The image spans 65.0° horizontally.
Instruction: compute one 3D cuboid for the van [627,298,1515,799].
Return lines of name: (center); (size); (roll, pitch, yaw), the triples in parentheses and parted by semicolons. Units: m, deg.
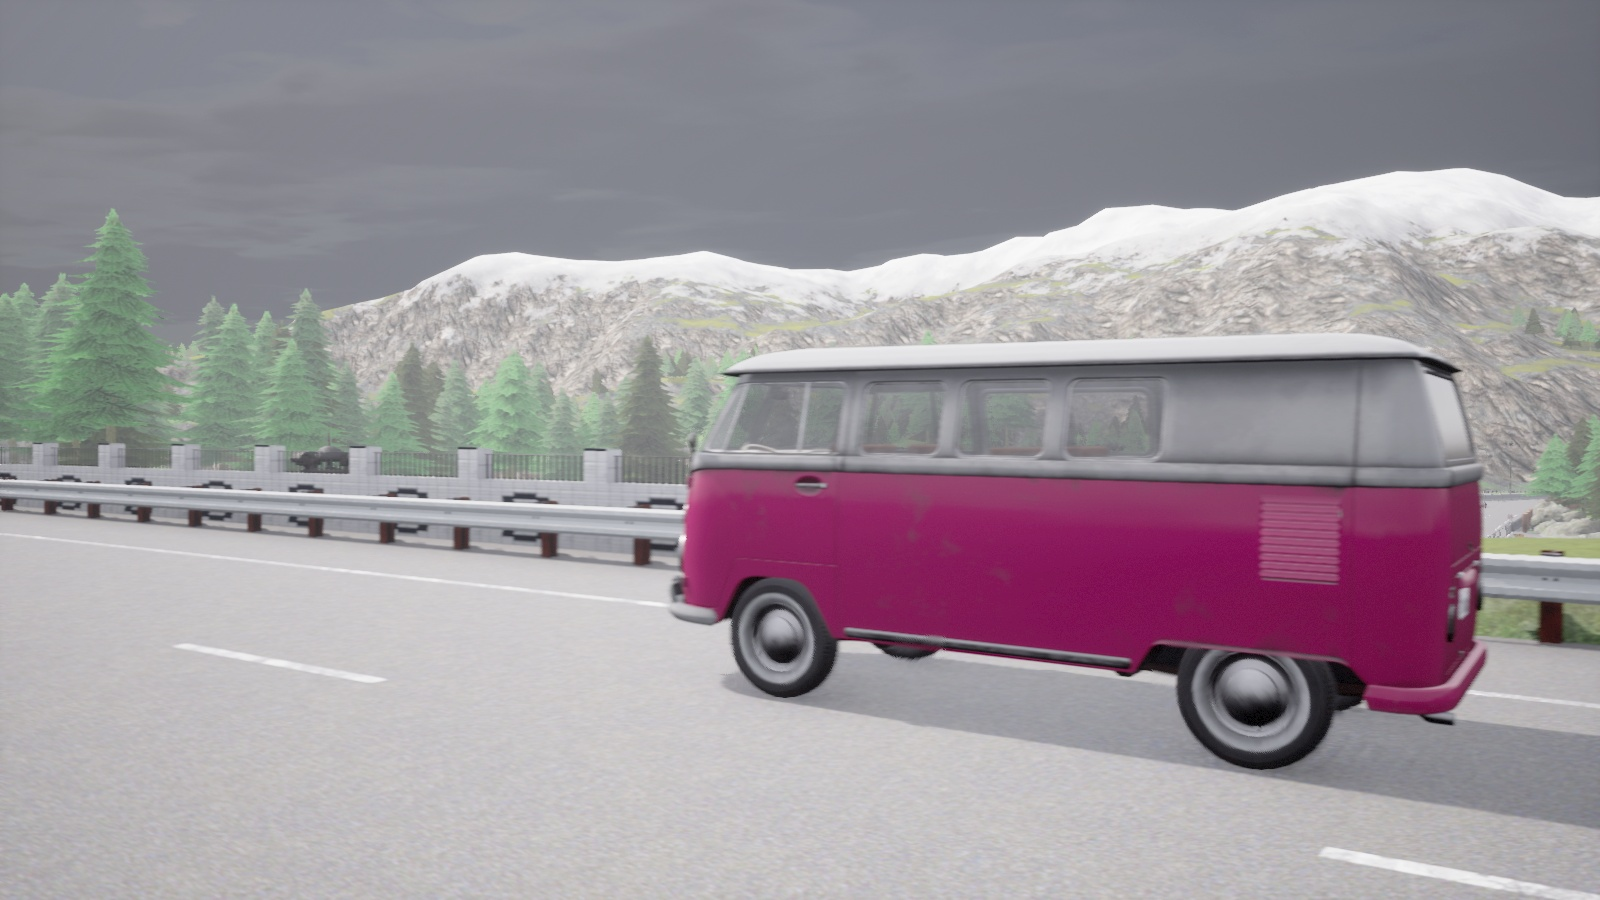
van: (1.328, 0.377, 6.938); (4.442, 1.987, 1.775); (0, 1, 34)
